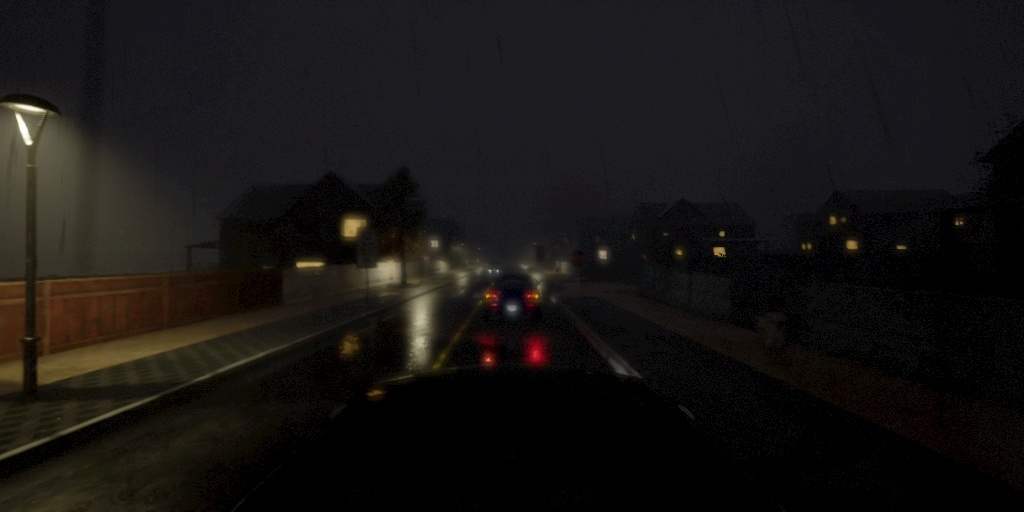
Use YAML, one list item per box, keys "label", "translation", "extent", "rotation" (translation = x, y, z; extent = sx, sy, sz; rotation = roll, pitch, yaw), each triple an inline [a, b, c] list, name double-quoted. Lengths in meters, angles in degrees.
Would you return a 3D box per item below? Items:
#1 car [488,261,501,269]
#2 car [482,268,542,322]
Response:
- label: "car"
  translation: [-2.845, 1.498, 58.361]
  extent: [1.994, 1.385, 4.181]
  rotation: [0, 0, 0]
- label: "car"
  translation: [0.020, 1.311, 12.410]
  extent: [1.812, 1.442, 4.674]
  rotation: [0, 0, 0]
